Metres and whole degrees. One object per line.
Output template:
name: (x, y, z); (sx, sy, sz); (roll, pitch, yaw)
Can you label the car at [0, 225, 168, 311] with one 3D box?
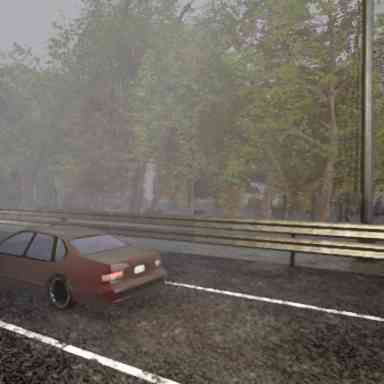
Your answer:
car: (-3.150, 1.498, 7.614); (5.357, 1.411, 2.033); (0, 0, 31)
